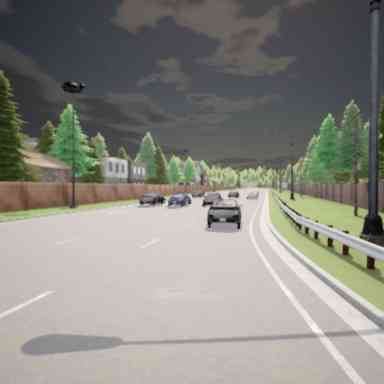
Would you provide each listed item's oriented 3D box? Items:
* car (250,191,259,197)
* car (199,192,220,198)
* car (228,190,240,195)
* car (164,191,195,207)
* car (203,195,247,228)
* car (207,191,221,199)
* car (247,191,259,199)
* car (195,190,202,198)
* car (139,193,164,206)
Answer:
[{"bbox_3d":[13.715,0.384,72.894,1.895,1.301,4.718,0,1,13],"label":"car"},{"bbox_3d":[2.543,0.912,39.025,1.994,1.385,4.181,0,1,13],"label":"car"},{"bbox_3d":[7.956,0.446,62.878,2.128,1.511,4.902,0,1,13],"label":"car"},{"bbox_3d":[-1.339,0.895,37.738,1.812,1.442,4.674,0,1,13],"label":"car"},{"bbox_3d":[2.010,1.164,19.577,2.128,1.511,4.902,0,1,10],"label":"car"},{"bbox_3d":[4.053,0.576,61.498,1.895,1.301,4.718,0,1,13],"label":"car"},{"bbox_3d":[10.834,0.533,59.784,1.812,1.442,4.674,0,0,11],"label":"car"},{"bbox_3d":[1.147,0.417,64.503,2.128,1.511,4.902,0,1,13],"label":"car"},{"bbox_3d":[-4.617,0.835,39.105,2.128,1.511,4.902,0,1,13],"label":"car"}]
